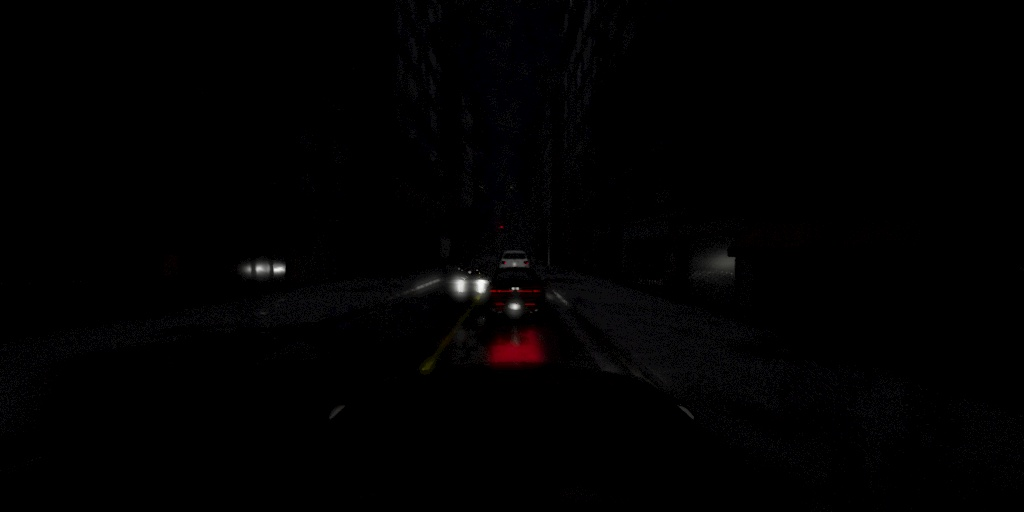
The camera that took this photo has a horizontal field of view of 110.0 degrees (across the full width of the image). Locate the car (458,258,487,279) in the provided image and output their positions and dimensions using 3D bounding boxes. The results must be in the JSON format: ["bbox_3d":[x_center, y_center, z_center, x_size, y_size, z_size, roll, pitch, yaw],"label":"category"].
[{"bbox_3d":[-2.972,0.902,27.782,1.837,1.490,4.892,0,0,0],"label":"car"}]

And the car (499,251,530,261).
[{"bbox_3d":[0.198,0.614,28.078,2.150,2.045,5.566,0,1,0],"label":"car"}]

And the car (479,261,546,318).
[{"bbox_3d":[0.118,1.111,12.283,1.837,1.490,4.892,0,1,1],"label":"car"}]
